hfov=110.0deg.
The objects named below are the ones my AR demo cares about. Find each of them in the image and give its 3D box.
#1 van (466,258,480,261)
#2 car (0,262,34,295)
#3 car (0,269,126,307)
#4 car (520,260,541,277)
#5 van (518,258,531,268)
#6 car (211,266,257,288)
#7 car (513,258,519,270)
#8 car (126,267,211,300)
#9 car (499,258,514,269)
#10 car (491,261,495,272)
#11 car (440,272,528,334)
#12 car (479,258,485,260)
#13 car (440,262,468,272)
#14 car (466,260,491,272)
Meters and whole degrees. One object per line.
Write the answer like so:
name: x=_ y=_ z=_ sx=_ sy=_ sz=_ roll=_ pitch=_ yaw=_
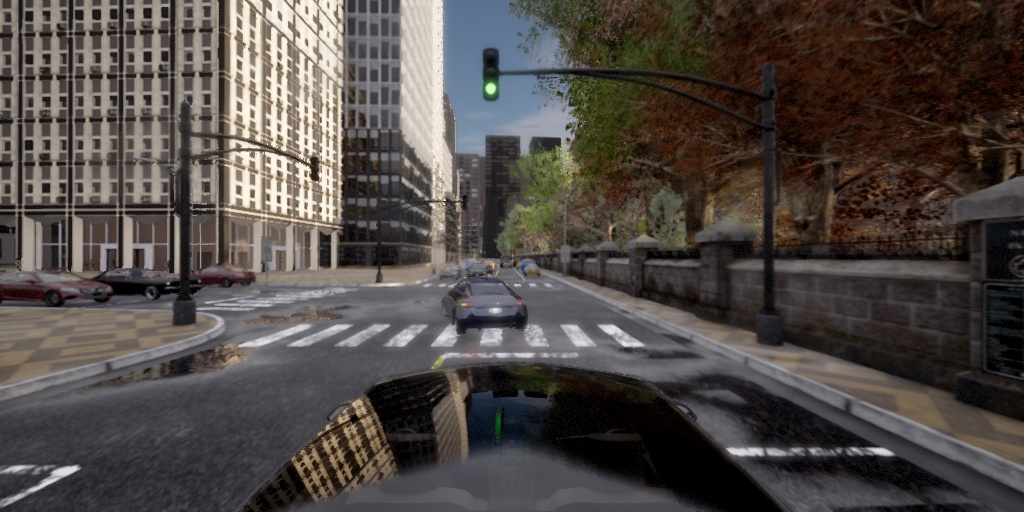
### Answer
van: x=-6.256 y=1.358 z=55.475 sx=1.690 sy=1.789 sz=3.998 roll=0 pitch=0 yaw=-2
car: x=-26.301 y=1.058 z=17.062 sx=4.892 sy=1.490 sz=1.837 roll=1 pitch=0 yaw=3
car: x=-18.139 y=1.218 z=13.997 sx=4.207 sy=1.307 sz=1.802 roll=0 pitch=0 yaw=4
car: x=2.169 y=1.465 z=39.342 sx=1.751 sy=1.417 sz=4.829 roll=0 pitch=0 yaw=-1
van: x=2.052 y=1.307 z=44.715 sx=1.690 sy=1.789 sz=3.998 roll=0 pitch=0 yaw=-1
car: x=-18.065 y=1.240 z=22.111 sx=4.207 sy=1.307 sz=1.802 roll=0 pitch=0 yaw=4
car: x=1.590 y=1.569 z=61.512 sx=1.751 sy=1.417 sz=4.829 roll=0 pitch=0 yaw=-2
car: x=-17.005 y=1.256 z=16.455 sx=4.718 sy=1.301 sz=1.895 roll=1 pitch=0 yaw=4
car: x=-0.973 y=1.548 z=64.174 sx=2.128 sy=1.511 sz=4.902 roll=0 pitch=0 yaw=-2
car: x=-3.356 y=1.527 z=43.854 sx=1.994 sy=1.385 sz=4.181 roll=0 pitch=0 yaw=-2
car: x=-0.970 y=1.356 z=11.044 sx=1.994 sy=1.385 sz=4.181 roll=0 pitch=0 yaw=-16
car: x=-3.593 y=1.489 z=54.278 sx=1.882 sy=1.535 sz=5.008 roll=0 pitch=0 yaw=-1
car: x=-5.599 y=1.462 z=33.299 sx=2.007 sy=1.370 sz=4.403 roll=0 pitch=0 yaw=-1
car: x=-3.183 y=1.419 z=33.875 sx=1.837 sy=1.490 sz=4.892 roll=0 pitch=0 yaw=-3
